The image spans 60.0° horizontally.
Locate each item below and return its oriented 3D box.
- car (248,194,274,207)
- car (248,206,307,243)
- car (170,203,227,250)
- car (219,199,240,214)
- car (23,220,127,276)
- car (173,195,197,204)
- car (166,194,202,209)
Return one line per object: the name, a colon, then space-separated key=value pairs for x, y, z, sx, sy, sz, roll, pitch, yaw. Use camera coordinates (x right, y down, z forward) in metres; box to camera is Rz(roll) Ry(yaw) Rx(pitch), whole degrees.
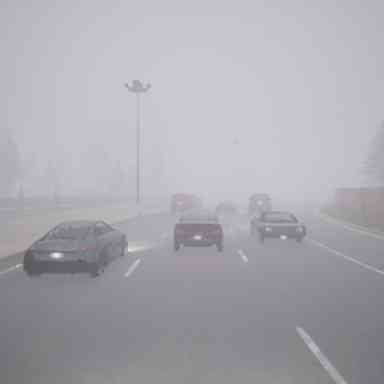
car: x=6.761 y=1.160 z=32.622 sx=2.150 sy=2.045 sz=5.566 roll=0 pitch=0 yaw=14
car: x=3.926 y=1.571 z=15.939 sx=1.895 sy=1.301 sz=4.718 roll=0 pitch=0 yaw=4
car: x=0.333 y=1.451 z=14.206 sx=1.882 sy=1.535 sz=5.008 roll=0 pitch=0 yaw=3
car: x=3.675 y=1.461 z=34.456 sx=1.812 sy=1.442 sz=4.674 roll=0 pitch=0 yaw=15
car: x=-3.330 y=1.545 z=10.273 sx=1.994 sy=1.385 sz=4.181 roll=0 pitch=0 yaw=1
car: x=-1.244 y=1.381 z=59.840 sx=2.128 sy=1.511 sz=4.902 roll=0 pitch=0 yaw=29
car: x=-0.458 y=1.161 z=32.557 sx=2.150 sy=2.045 sz=5.566 roll=0 pitch=0 yaw=14
